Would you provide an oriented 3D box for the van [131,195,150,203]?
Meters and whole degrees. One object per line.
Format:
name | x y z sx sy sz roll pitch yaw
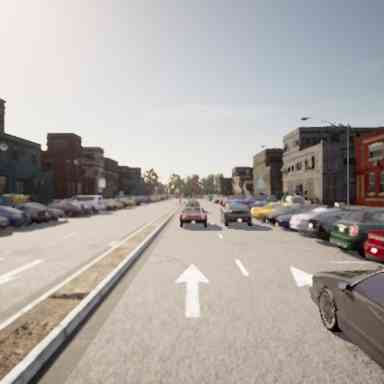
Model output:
van | -12.819 1.806 82.315 4.442 1.987 1.878 0 0 0

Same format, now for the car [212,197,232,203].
car | 7.518 2.076 83.785 5.008 1.535 2.097 0 0 0

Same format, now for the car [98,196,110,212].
car | -12.732 1.419 37.853 5.566 2.045 2.435 0 0 0

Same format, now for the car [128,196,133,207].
car | -12.679 1.806 54.402 5.008 1.535 2.097 0 0 0

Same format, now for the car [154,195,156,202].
car | -12.711 2.113 87.871 4.674 1.452 2.002 0 0 0

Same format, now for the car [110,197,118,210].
car | -12.665 1.743 43.411 4.792 1.488 2.163 0 0 0

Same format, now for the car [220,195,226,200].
car | 7.548 1.718 56.333 4.553 1.767 2.185 0 -1 0

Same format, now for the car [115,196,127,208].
car | -12.869 1.757 48.969 5.366 1.575 1.946 0 0 0

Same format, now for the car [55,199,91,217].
car | -12.711 1.671 32.168 4.674 1.452 2.002 0 0 0

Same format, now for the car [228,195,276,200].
car | 7.585 1.434 39.791 5.566 2.045 2.435 0 -1 0

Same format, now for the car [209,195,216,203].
car | 7.563 1.786 78.395 5.566 2.045 2.435 0 0 0

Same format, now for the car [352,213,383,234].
car | 7.633 1.506 9.456 5.008 1.535 2.097 0 0 0

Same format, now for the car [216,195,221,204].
car | 7.546 1.619 59.092 5.566 2.045 2.435 0 -1 0

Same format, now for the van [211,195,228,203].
van | 7.395 1.889 89.427 4.442 1.987 1.878 0 0 0

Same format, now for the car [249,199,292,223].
car | 7.452 1.583 25.999 5.366 1.575 1.946 0 0 0

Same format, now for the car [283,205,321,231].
car | 7.636 1.581 17.764 4.674 1.452 2.002 0 0 0

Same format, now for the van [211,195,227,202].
van | 7.617 1.925 94.943 4.442 1.987 1.878 0 0 0

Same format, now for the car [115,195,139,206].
car | -12.679 1.854 60.077 5.008 1.535 2.097 0 0 0

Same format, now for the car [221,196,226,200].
car | 7.582 1.857 53.704 4.674 1.452 2.002 0 -1 0

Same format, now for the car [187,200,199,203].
car | 0.072 1.722 41.200 1.837 1.490 4.892 0 -1 0

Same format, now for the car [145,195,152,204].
car | -12.692 2.012 79.534 4.892 1.521 2.231 0 0 0

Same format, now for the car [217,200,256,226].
car | 3.097 1.599 24.016 1.837 1.490 4.892 0 0 0

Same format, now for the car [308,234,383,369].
car | 3.100 1.557 3.781 2.033 1.411 5.357 0 0 0

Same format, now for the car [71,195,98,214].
car | -12.741 1.525 35.040 4.553 1.767 2.185 0 0 0

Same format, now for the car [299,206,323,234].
car | 7.668 1.557 14.970 4.792 1.488 2.163 0 0 0

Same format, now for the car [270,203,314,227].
car | 7.608 1.584 20.486 4.792 1.488 2.163 0 0 0

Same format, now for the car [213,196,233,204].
car | 7.560 1.931 81.030 4.553 1.767 2.185 0 0 0

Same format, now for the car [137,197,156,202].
car | -12.711 2.113 93.431 5.008 1.535 2.097 0 0 0

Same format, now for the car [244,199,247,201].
car | 7.660 1.652 31.518 4.792 1.488 2.163 0 0 0

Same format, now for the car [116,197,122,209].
car | -12.659 1.766 46.189 4.792 1.488 2.163 0 0 0

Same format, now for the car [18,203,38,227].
car | -12.732 1.605 21.054 4.674 1.452 2.002 0 0 0

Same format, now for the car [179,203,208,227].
car | 0.096 1.694 23.888 1.895 1.301 4.718 0 0 0

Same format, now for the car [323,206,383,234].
car | 7.607 1.391 12.214 4.553 1.767 2.185 0 0 0

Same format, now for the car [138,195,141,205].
car | -12.671 1.879 62.857 4.892 1.521 2.231 0 0 0

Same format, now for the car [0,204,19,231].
car | -12.745 1.552 18.400 4.892 1.521 2.231 0 0 0

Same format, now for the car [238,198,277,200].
car | 7.810 1.639 34.277 5.366 1.575 1.946 0 0 0

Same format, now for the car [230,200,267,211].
car | 7.605 1.775 45.302 4.674 1.452 2.002 0 -1 0

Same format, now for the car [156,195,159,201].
car | -12.527 2.090 90.652 5.366 1.575 1.946 0 0 0

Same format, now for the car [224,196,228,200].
car | 7.591 1.761 48.060 5.008 1.535 2.097 0 -1 0

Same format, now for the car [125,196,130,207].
car | -12.707 1.813 51.746 4.792 1.488 2.163 0 0 0

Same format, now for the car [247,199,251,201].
car | 7.822 1.600 28.762 5.366 1.575 1.946 0 0 0

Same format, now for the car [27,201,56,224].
car | -12.758 1.610 23.833 4.792 1.488 2.163 0 0 0

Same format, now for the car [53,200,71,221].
car | -12.731 1.597 26.613 4.892 1.521 2.231 0 0 0

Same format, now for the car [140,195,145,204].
car | -12.652 1.649 65.638 5.566 2.045 2.435 0 0 0

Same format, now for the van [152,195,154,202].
van | -12.822 1.827 85.094 4.442 1.987 1.878 0 0 0
